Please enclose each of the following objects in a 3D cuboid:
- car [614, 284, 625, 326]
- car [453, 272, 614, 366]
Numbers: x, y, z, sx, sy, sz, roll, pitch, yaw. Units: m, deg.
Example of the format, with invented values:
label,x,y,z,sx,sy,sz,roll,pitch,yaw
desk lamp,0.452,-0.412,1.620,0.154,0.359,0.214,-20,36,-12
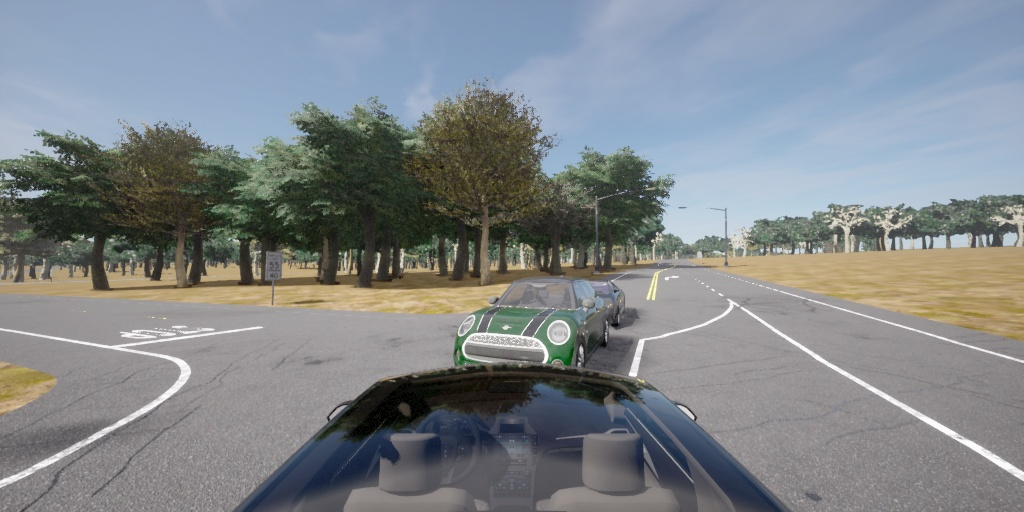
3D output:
label,x,y,z,sx,sy,sz,roll,pitch,yaw
car,2.913,1.554,12.854,1.994,1.385,4.181,-2,0,22
car,0.686,1.222,7.422,2.097,1.767,4.553,-1,-2,22
